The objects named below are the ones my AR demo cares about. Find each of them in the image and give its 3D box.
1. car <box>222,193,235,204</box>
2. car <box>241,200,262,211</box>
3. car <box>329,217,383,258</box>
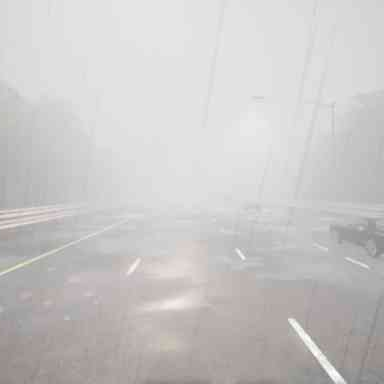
[{"bbox_3d":[7.224,1.265,66.445,2.150,2.045,5.566,0,0,0],"label":"car"},{"bbox_3d":[7.079,1.620,40.165,1.895,1.301,4.718,0,0,0],"label":"car"},{"bbox_3d":[7.005,1.603,12.682,1.895,1.301,4.718,0,0,0],"label":"car"}]
